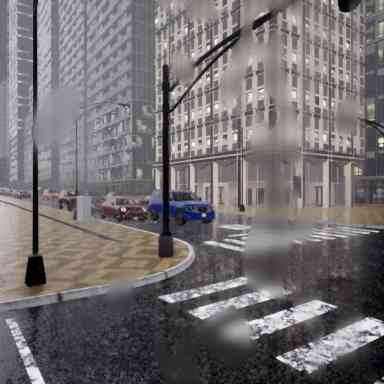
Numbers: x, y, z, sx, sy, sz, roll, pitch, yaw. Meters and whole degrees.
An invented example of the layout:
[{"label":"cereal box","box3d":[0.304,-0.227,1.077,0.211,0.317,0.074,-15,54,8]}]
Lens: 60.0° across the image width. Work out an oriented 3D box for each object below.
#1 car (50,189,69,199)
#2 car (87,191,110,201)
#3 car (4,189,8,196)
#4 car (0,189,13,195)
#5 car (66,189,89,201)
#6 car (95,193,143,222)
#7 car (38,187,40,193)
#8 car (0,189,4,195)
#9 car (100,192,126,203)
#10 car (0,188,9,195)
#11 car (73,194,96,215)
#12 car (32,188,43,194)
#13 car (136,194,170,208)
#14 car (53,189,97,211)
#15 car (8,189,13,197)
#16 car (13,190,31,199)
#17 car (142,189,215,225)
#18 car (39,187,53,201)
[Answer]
[{"label":"car","box3d":[-23.132,0.329,58.050,1.882,1.535,5.008,0,1,-36]},{"label":"car","box3d":[-14.050,0.644,49.829,1.947,1.339,4.313,1,0,-36]},{"label":"car","box3d":[-33.797,0.208,63.032,1.887,1.381,4.507,1,0,-36]},{"label":"car","box3d":[-40.283,0.016,72.100,1.947,1.339,4.313,1,0,-36]},{"label":"car","box3d":[-17.187,0.400,49.737,2.097,1.767,4.553,0,1,-36]},{"label":"car","box3d":[-4.608,1.069,22.228,1.967,1.590,4.097,1,0,-36]},{"label":"car","box3d":[-33.514,-0.020,77.041,1.887,1.381,4.507,1,0,-36]},{"label":"car","box3d":[-37.040,0.107,67.566,2.008,1.369,4.403,1,0,-36]},{"label":"car","box3d":[-10.903,0.707,45.432,1.752,1.417,4.829,1,0,-36]},{"label":"car","box3d":[-43.526,-0.112,76.633,1.887,1.381,4.507,1,0,-36]},{"label":"car","box3d":[-7.855,1.103,26.762,1.802,1.307,4.206,1,0,-36]},{"label":"car","box3d":[-40.002,-0.213,86.112,1.947,1.339,4.313,1,0,-36]},{"label":"car","box3d":[-4.318,0.982,36.221,1.802,1.307,4.206,1,0,-36]},{"label":"car","box3d":[-11.090,0.729,31.295,2.192,1.841,5.009,1,0,-36]},{"label":"car","box3d":[-30.554,0.321,58.498,2.008,1.369,4.403,1,0,-36]},{"label":"car","box3d":[-27.311,0.422,53.965,1.887,1.381,4.507,1,0,-36]},{"label":"car","box3d":[-0.828,0.895,21.430,2.150,2.045,5.566,0,2,-34]},{"label":"car","box3d":[-20.525,0.419,49.077,2.097,1.767,4.553,0,1,-36]}]
